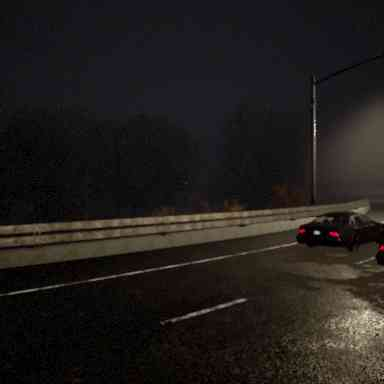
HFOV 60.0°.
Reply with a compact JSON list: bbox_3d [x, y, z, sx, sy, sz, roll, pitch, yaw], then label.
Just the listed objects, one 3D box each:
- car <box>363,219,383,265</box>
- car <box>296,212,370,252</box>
[{"bbox_3d":[7.345,1.528,10.001,5.357,1.411,2.033,0,0,-42],"label":"car"},{"bbox_3d":[6.392,1.534,13.857,5.357,1.411,2.033,0,0,-43],"label":"car"}]
